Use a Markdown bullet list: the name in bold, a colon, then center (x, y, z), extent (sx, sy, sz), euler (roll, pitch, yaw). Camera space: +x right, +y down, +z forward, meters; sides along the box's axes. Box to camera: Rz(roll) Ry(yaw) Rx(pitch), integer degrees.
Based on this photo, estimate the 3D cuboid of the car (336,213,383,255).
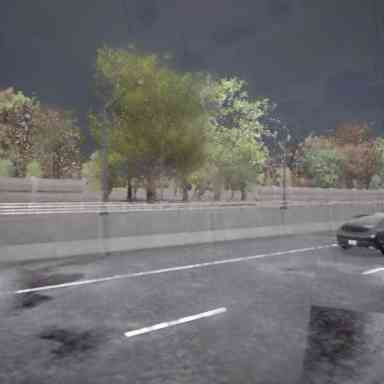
- **car**: center (7.986, 1.648, 13.869), extent (4.892, 1.490, 1.837), euler (0, 0, -35)
